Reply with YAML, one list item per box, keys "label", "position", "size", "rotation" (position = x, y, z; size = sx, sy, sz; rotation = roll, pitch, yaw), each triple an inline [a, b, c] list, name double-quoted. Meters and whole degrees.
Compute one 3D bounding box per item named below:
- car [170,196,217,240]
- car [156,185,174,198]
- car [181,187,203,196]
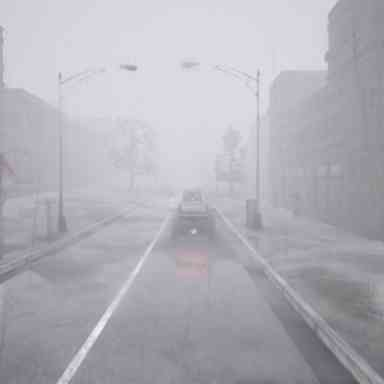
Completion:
- label: "car"
  position: [0.070, 1.209, 15.376]
  size: [1.837, 1.490, 4.892]
  rotation: [0, 2, 0]
- label: "car"
  position: [-3.167, -0.077, 39.718]
  size: [1.837, 1.490, 4.892]
  rotation: [0, 3, 0]
- label: "car"
  position: [0.036, 0.279, 33.277]
  size: [1.837, 1.490, 4.892]
  rotation: [0, 3, 0]
